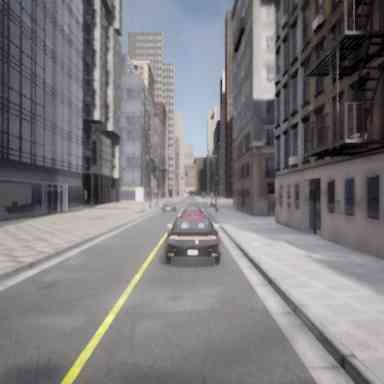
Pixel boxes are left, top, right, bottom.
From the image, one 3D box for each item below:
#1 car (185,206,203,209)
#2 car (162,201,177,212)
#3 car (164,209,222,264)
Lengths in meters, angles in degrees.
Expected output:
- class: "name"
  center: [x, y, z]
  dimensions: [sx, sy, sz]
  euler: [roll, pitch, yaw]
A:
- class: "car"
  center: [0.050, 1.847, 27.627]
  dimensions: [1.994, 1.385, 4.181]
  euler: [0, 0, 1]
- class: "car"
  center: [-3.047, 1.998, 45.488]
  dimensions: [1.812, 1.442, 4.674]
  euler: [0, -1, 0]
- class: "car"
  center: [0.044, 1.617, 12.354]
  dimensions: [2.128, 1.511, 4.902]
  euler: [0, -1, 1]
